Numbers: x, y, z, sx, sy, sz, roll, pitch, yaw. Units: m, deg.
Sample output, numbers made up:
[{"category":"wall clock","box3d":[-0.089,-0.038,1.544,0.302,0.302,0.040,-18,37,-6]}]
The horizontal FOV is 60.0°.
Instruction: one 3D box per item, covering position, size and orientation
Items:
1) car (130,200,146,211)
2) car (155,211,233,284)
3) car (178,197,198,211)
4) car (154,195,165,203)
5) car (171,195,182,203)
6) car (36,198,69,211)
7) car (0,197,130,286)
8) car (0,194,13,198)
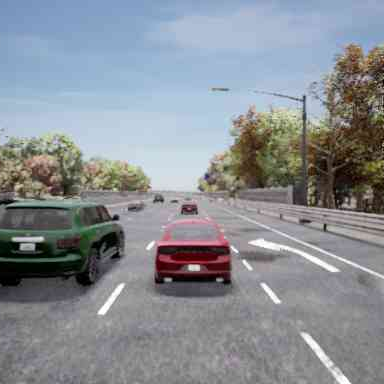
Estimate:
[{"category":"car","box3d":[-7.355,1.767,44.632,2.033,1.411,5.357,0,0,-1]},{"category":"car","box3d":[0.022,1.539,9.818,1.882,1.535,5.008,0,0,-1]},{"category":"car","box3d":[-0.300,1.718,39.306,1.882,1.535,5.008,0,0,-1]},{"category":"car","box3d":[-7.730,1.653,78.721,2.150,2.045,5.566,0,0,-1]},{"category":"car","box3d":[-4.299,2.086,84.827,1.895,1.301,4.718,0,0,-1]},{"category":"car","box3d":[-17.894,1.620,42.933,2.128,1.511,4.902,0,0,0]},{"category":"car","box3d":[-3.471,1.256,9.640,2.150,2.045,5.566,0,0,-1]},{"category":"car","box3d":[-24.879,1.290,42.414,2.150,2.045,5.566,0,0,0]}]
